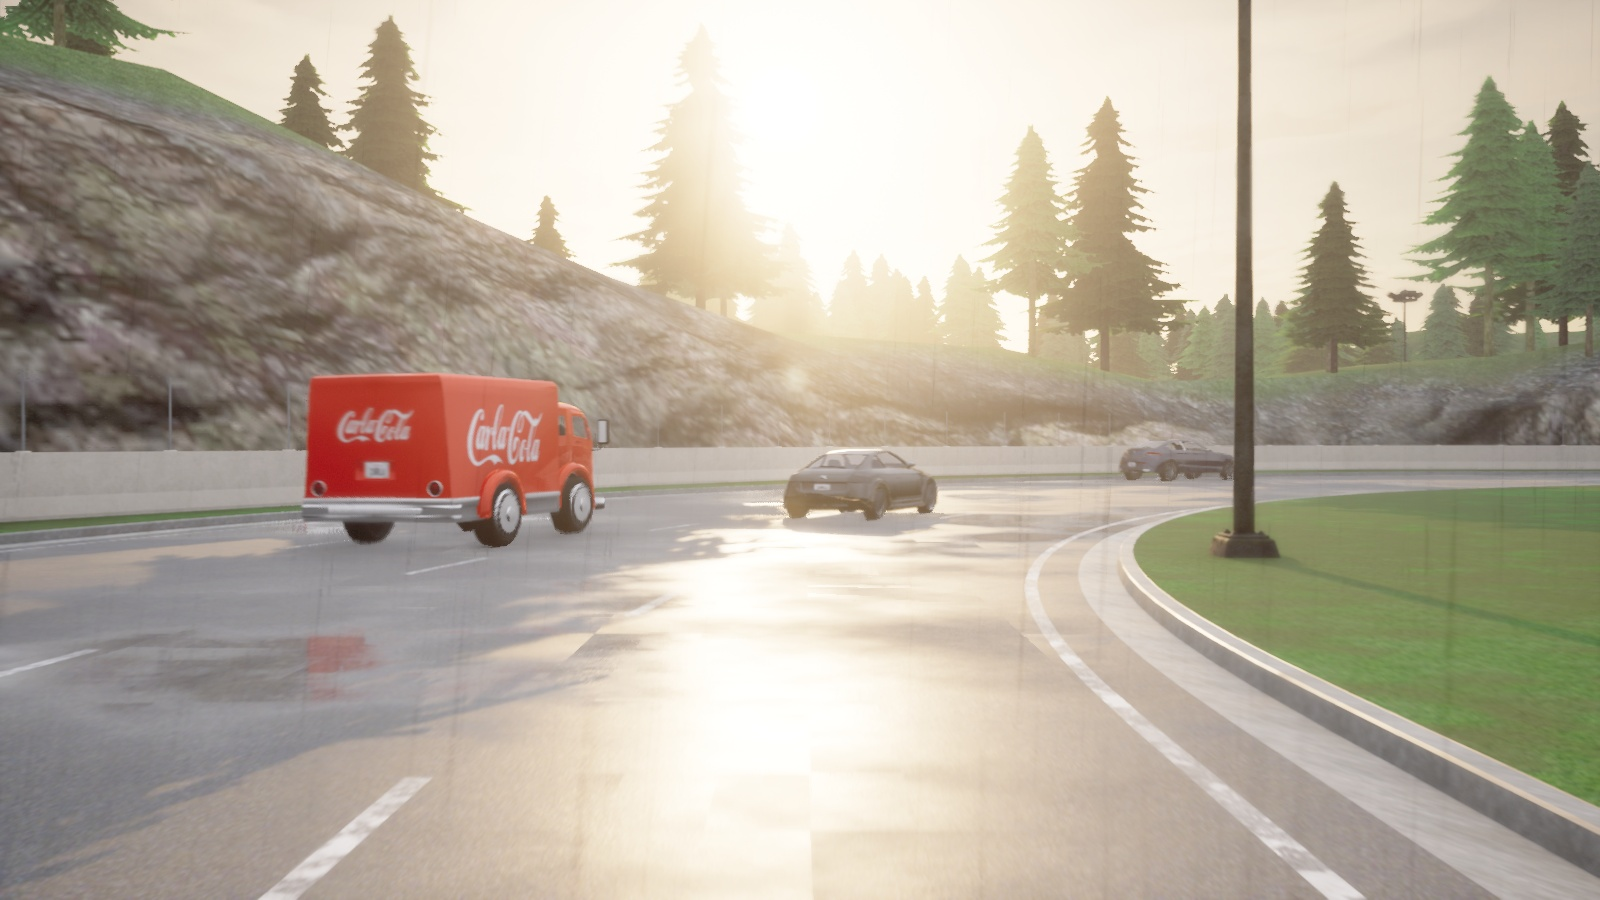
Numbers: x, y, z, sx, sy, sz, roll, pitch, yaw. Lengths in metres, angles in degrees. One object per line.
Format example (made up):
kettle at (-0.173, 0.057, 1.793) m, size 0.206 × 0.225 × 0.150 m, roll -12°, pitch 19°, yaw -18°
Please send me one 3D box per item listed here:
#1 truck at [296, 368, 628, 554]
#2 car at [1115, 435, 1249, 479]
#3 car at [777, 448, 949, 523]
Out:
truck at (-4.978, 0.145, 19.551) m, size 2.627 × 2.467 × 5.204 m, roll 0°, pitch 0°, yaw 17°
car at (14.964, 0.260, 49.148) m, size 5.027 × 1.651 × 2.152 m, roll 0°, pitch 0°, yaw -30°
car at (1.394, 0.666, 25.826) m, size 1.994 × 1.385 × 4.181 m, roll 0°, pitch 0°, yaw 27°
